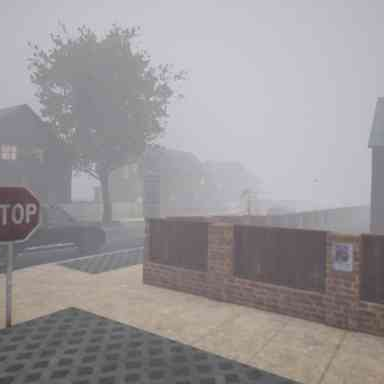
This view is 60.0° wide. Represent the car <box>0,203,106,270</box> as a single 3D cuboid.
[{"bbox_3d":[-5.762,1.367,12.001,2.150,2.045,5.566,2,0,35],"label":"car"}]

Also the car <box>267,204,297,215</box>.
[{"bbox_3d":[9.215,2.021,33.665,2.128,1.511,4.902,2,0,35],"label":"car"}]
